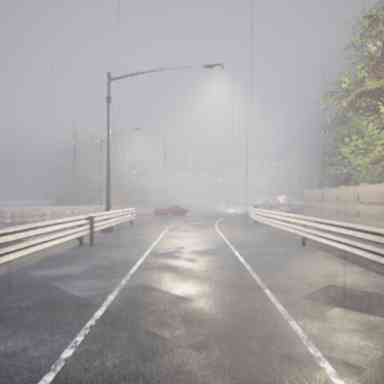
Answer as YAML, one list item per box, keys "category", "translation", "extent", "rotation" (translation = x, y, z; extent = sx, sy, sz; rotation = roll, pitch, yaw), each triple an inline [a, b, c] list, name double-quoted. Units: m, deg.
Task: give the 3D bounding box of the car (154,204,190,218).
- category: "car"
  translation: [-2.243, 2.165, 38.296]
  extent: [1.882, 1.535, 5.008]
  rotation: [-1, -1, 37]

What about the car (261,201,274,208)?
- category: "car"
  translation: [17.107, 2.876, 76.629]
  extent: [2.097, 1.767, 4.553]
  rotation: [0, -1, 16]
